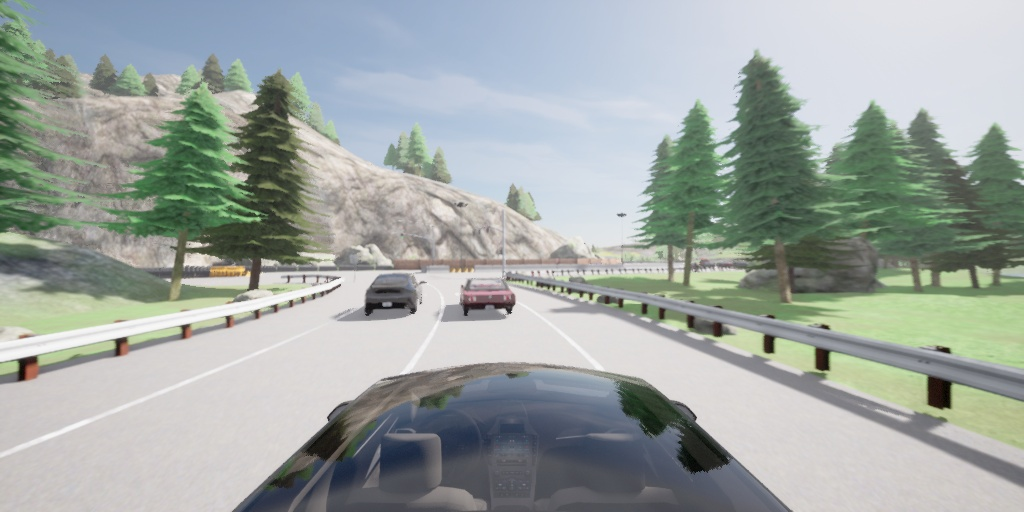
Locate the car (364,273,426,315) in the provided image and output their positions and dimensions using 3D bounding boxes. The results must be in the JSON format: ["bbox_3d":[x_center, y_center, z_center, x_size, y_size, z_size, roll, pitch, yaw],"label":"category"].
[{"bbox_3d":[-4.728,1.452,14.796,1.837,1.490,4.892,0,0,-10],"label":"car"}]

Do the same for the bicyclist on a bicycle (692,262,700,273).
[{"bbox_3d":[28.442,1.787,55.503,0.582,1.620,1.656,0,3,-26],"label":"bicyclist on a bicycle"}]

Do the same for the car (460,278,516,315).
[{"bbox_3d":[-1.130,1.524,14.564,1.895,1.301,4.718,0,-1,-10],"label":"car"}]
